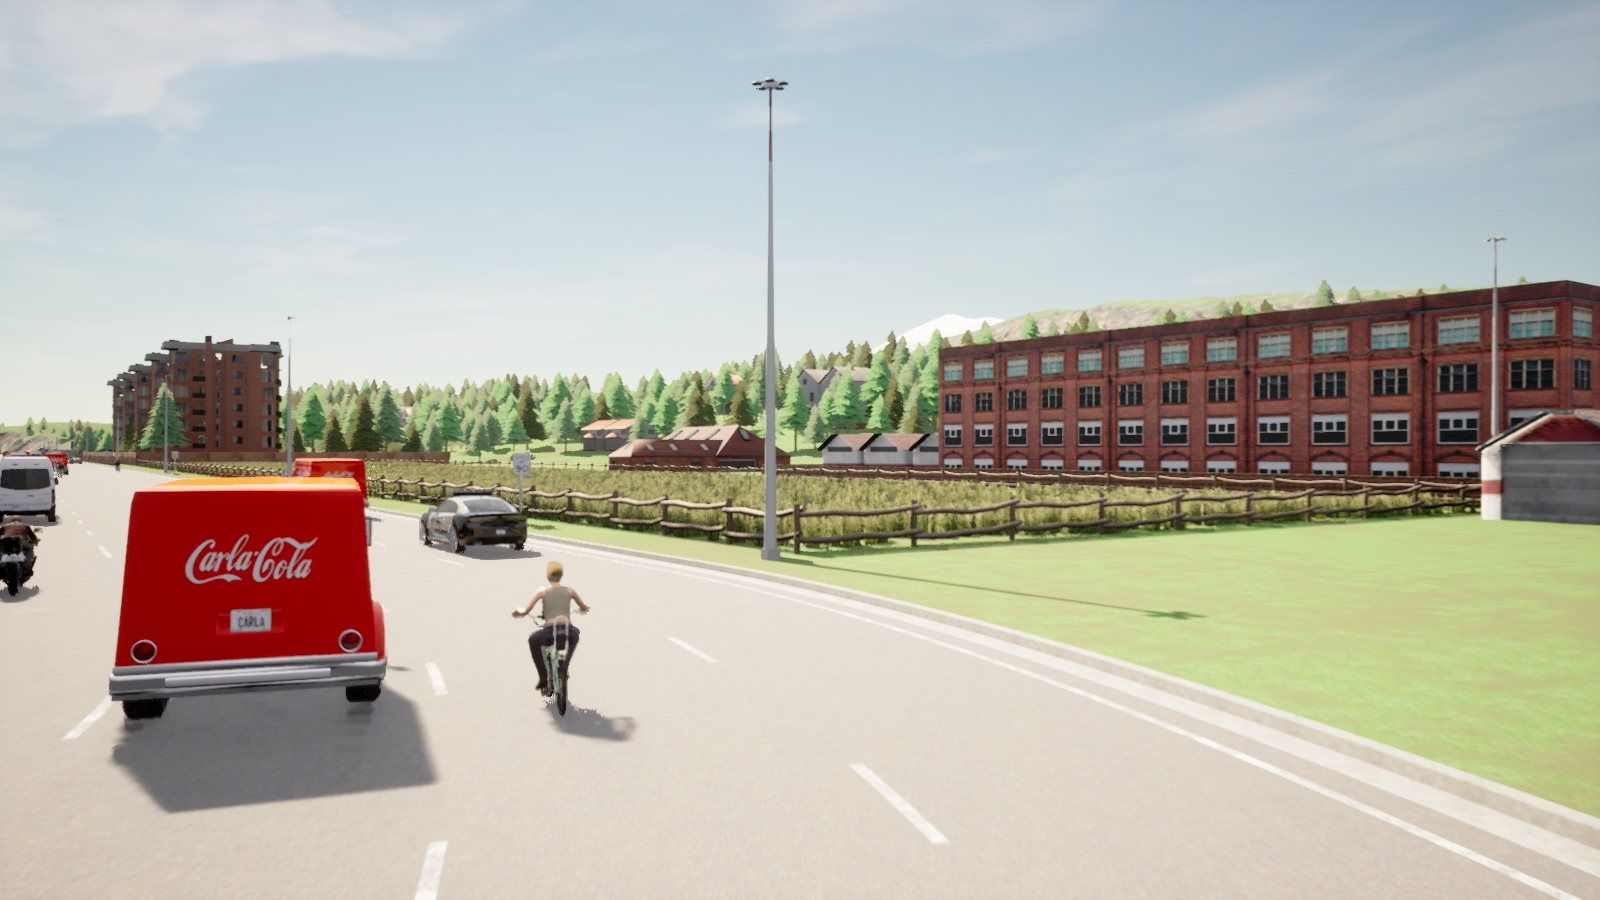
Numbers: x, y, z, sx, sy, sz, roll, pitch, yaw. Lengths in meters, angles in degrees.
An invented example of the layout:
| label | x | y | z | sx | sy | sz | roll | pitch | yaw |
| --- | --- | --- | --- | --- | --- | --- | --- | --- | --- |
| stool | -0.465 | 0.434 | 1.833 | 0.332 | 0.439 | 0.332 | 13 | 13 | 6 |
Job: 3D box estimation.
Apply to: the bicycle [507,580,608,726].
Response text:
| label | x | y | z | sx | sy | sz | roll | pitch | yaw |
| --- | --- | --- | --- | --- | --- | --- | --- | --- | --- |
| bicycle | -2.669 | 2.163 | 12.462 | 0.859 | 1.276 | 1.487 | -1 | 0 | -20 |

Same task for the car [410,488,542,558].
| label | x | y | z | sx | sy | sz | roll | pitch | yaw |
| --- | --- | --- | --- | --- | --- | --- | --- | --- | --- |
| car | -9.322 | 1.996 | 32.544 | 2.097 | 1.638 | 5.238 | 0 | 0 | -34 |

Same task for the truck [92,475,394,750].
| label | x | y | z | sx | sy | sz | roll | pitch | yaw |
| --- | --- | --- | --- | --- | --- | --- | --- | --- | --- |
| truck | -6.344 | 1.571 | 13.529 | 2.627 | 2.467 | 5.204 | 1 | 0 | -22 |

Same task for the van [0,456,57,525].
| label | x | y | z | sx | sy | sz | roll | pitch | yaw |
| --- | --- | --- | --- | --- | --- | --- | --- | --- | --- |
| van | -31.466 | 1.556 | 46.429 | 1.988 | 2.561 | 5.915 | 0 | 0 | -34 |

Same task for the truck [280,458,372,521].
| label | x | y | z | sx | sy | sz | roll | pitch | yaw |
| --- | --- | --- | --- | --- | --- | --- | --- | --- | --- |
| truck | -20.215 | 1.591 | 48.600 | 2.627 | 2.467 | 5.204 | 0 | 0 | -34 |

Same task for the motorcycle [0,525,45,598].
| label | x | y | z | sx | sy | sz | roll | pitch | yaw |
| --- | --- | --- | --- | --- | --- | --- | --- | --- | --- |
| motorcycle | -15.732 | 2.216 | 22.957 | 0.867 | 1.251 | 2.209 | -1 | 0 | -32 |
